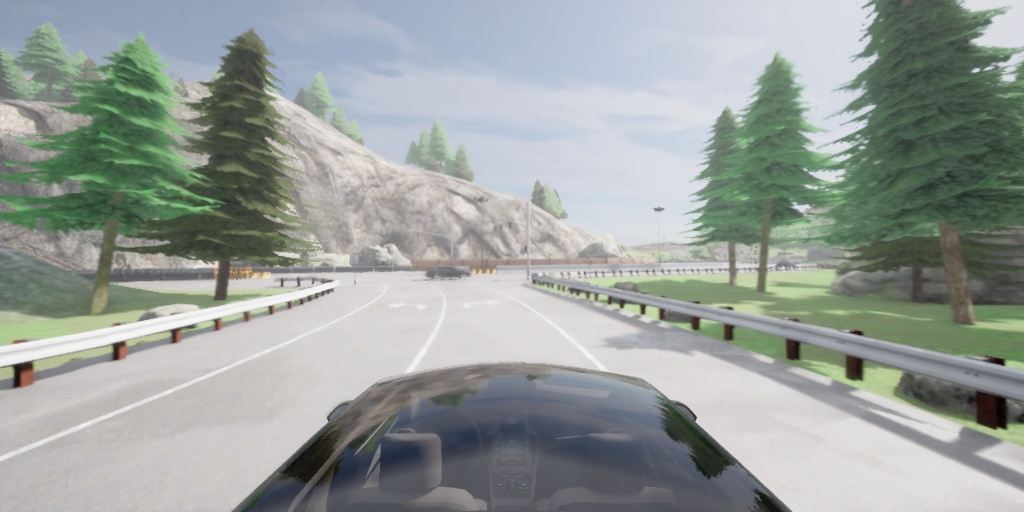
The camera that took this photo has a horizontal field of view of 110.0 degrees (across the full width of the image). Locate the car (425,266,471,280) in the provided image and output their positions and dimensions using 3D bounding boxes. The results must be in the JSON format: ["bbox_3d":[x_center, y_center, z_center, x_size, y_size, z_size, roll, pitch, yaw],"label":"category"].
[{"bbox_3d":[-6.847,1.782,38.429,4.892,1.490,1.837,0,-1,-21],"label":"car"}]
